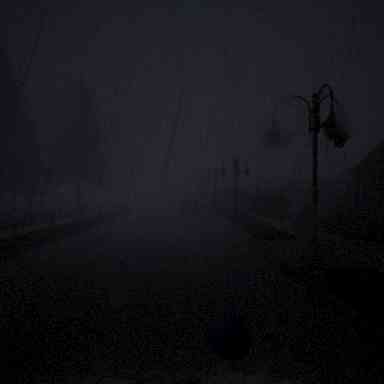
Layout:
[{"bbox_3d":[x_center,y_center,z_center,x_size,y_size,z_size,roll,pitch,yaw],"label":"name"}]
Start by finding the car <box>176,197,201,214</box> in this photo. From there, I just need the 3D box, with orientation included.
[{"bbox_3d":[-0.205,1.532,35.048,2.033,1.411,5.357,0,0,-6],"label":"car"}]

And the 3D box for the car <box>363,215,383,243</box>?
[{"bbox_3d":[8.961,1.172,12.857,3.866,1.878,1.905,0,0,0],"label":"car"}]

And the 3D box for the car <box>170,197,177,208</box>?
[{"bbox_3d":[-1.945,1.503,47.808,1.812,1.442,4.674,0,0,-12],"label":"car"}]
